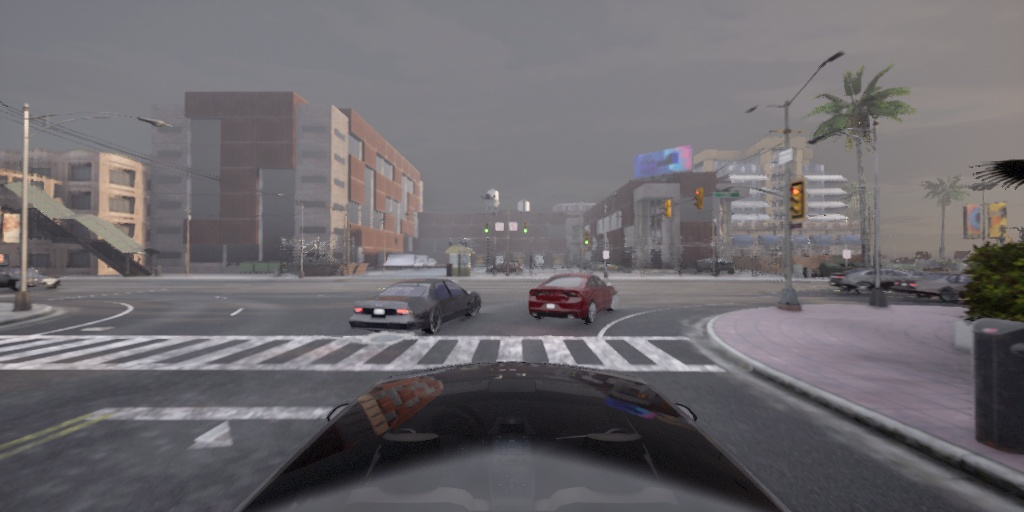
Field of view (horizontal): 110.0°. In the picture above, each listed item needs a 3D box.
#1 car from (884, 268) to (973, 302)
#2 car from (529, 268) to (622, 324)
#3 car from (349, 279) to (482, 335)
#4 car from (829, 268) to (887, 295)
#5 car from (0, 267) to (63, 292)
[{"bbox_3d":[22.128,1.467,17.207,5.357,1.411,2.033,0,-1,21],"label":"car"},{"bbox_3d":[2.343,1.347,12.715,1.882,1.535,5.008,-1,-1,29],"label":"car"},{"bbox_3d":[-2.560,1.398,10.989,2.033,1.411,5.357,0,-1,14],"label":"car"},{"bbox_3d":[21.558,1.450,20.815,4.902,1.511,2.128,0,-1,16],"label":"car"},{"bbox_3d":[-31.929,1.471,23.001,4.902,1.511,2.128,0,-1,2],"label":"car"}]
